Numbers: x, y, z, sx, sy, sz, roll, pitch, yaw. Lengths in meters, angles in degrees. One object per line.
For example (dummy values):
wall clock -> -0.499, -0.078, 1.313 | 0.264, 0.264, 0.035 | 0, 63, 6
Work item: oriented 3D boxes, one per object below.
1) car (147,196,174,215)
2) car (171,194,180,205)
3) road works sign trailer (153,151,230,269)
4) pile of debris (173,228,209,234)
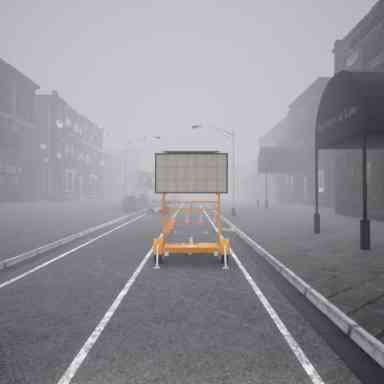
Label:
car -> -3.200, 1.438, 32.467 | 2.128, 1.511, 4.902 | 0, 0, 0
car -> -3.188, 1.313, 59.347 | 2.097, 1.767, 4.553 | 0, 1, 0
road works sign trailer -> -0.019, 0.443, 11.097 | 2.380, 3.560, 2.880 | 0, 0, 0
pile of debris -> -0.054, 2.124, 18.096 | 1.860, 0.140, 1.500 | 0, 0, 0
